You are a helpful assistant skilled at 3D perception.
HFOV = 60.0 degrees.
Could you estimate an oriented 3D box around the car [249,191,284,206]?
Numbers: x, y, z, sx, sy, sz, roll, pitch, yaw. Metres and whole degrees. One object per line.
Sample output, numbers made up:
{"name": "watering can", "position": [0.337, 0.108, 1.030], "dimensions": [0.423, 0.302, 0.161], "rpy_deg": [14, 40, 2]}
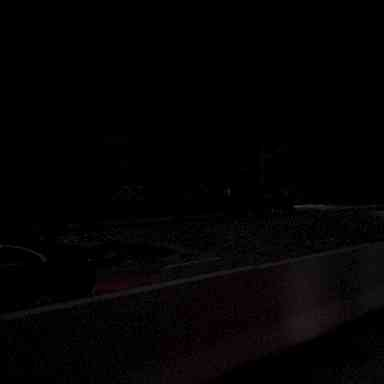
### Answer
{"name": "car", "position": [9.240, 1.012, 43.998], "dimensions": [1.882, 1.535, 5.008], "rpy_deg": [-1, 1, -35]}

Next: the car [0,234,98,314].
{"name": "car", "position": [-4.062, 1.500, 5.396], "dimensions": [4.902, 1.511, 2.128], "rpy_deg": [0, 0, -35]}

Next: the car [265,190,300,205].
{"name": "car", "position": [12.091, 0.704, 45.936], "dimensions": [2.150, 2.045, 5.566], "rpy_deg": [-1, 1, -39]}
